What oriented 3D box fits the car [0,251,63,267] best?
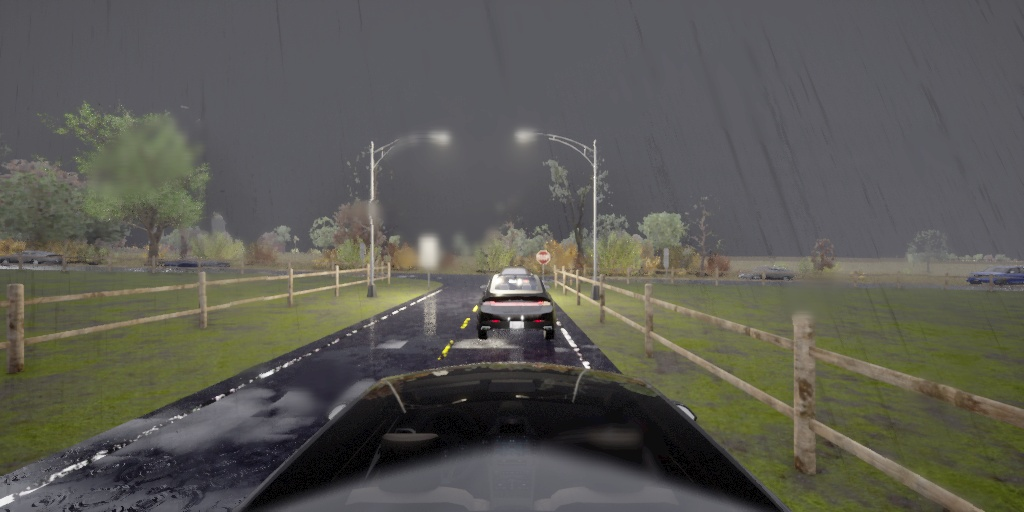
[{"bbox_3d":[-46.972,0.234,35.158,4.902,1.511,2.128,1,1,1],"label":"car"}]

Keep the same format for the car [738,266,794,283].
[{"bbox_3d":[24.817,1.782,35.139,4.902,1.511,2.128,1,1,0],"label":"car"}]

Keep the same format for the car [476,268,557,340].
[{"bbox_3d":[0.101,1.240,9.980,2.128,1.511,4.902,0,0,0],"label":"car"}]

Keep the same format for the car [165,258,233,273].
[{"bbox_3d":[-28.043,0.791,32.244,4.718,1.301,1.895,1,1,0],"label":"car"}]

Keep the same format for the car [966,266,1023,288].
[{"bbox_3d":[48.156,2.009,35.024,5.566,2.045,2.150,1,1,0],"label":"car"}]

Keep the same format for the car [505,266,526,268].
[{"bbox_3d":[0.181,1.297,20.328,2.033,1.411,5.357,0,0,2],"label":"car"}]
